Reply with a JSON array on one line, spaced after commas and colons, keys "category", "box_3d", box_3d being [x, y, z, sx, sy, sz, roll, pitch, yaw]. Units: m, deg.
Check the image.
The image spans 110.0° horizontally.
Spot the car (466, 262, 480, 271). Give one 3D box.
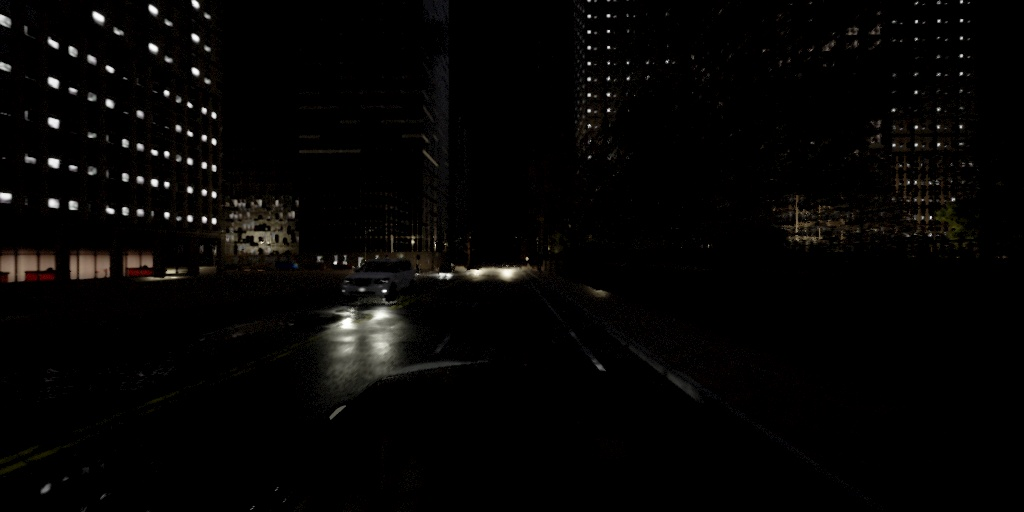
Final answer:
[{"category": "car", "box_3d": [-6.525, 1.762, 60.395, 1.994, 1.385, 4.181, 0, -1, 0]}]

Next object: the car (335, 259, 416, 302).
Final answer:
[{"category": "car", "box_3d": [-6.607, 1.155, 18.556, 2.150, 2.045, 5.566, 0, -1, 0]}]

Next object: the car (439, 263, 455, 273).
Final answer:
[{"category": "car", "box_3d": [-9.827, 1.831, 54.634, 2.128, 1.511, 4.902, 0, -1, 0]}]
